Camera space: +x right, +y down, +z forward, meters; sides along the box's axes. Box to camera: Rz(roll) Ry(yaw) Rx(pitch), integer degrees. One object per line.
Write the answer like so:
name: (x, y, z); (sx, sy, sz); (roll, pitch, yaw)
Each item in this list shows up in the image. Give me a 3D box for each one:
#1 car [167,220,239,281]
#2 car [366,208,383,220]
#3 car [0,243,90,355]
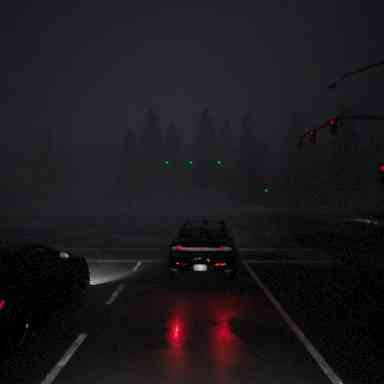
car: (0.413, 1.609, 10.328); (2.128, 1.511, 4.902); (0, -1, 5)
car: (18.691, 1.829, 29.880); (5.357, 1.411, 2.033); (0, -1, 0)
car: (-3.403, 1.636, 6.201); (1.994, 1.385, 4.181); (0, -1, 0)
